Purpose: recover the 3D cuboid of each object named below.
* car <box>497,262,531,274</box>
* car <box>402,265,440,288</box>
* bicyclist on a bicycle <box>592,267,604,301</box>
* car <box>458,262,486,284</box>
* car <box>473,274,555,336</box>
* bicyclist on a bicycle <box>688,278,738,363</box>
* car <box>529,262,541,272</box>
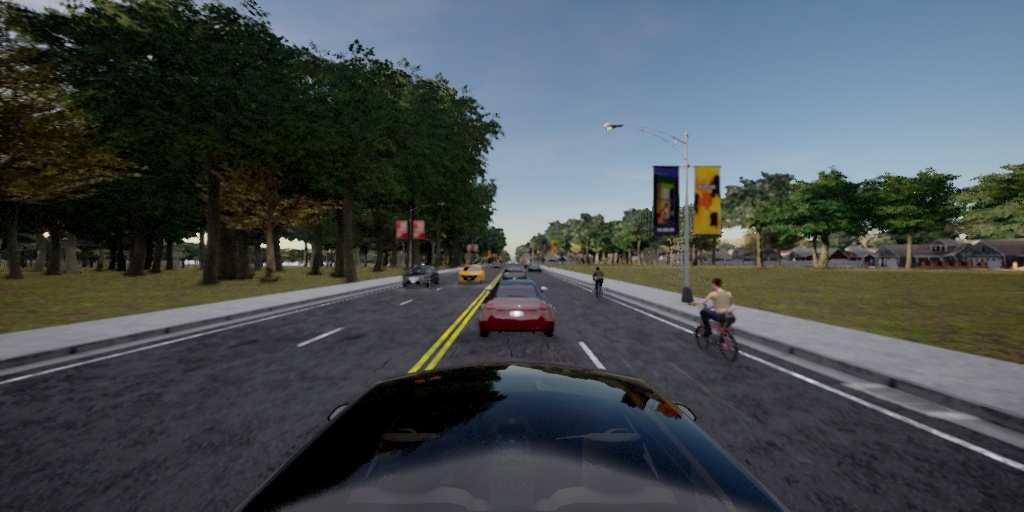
[{"bbox_3d":[0.175,1.481,28.682,2.128,1.511,4.902,0,-1,0],"label":"car"},{"bbox_3d":[-6.531,1.447,26.218,2.128,1.511,4.902,0,-1,0],"label":"car"},{"bbox_3d":[4.183,1.347,17.351,0.582,1.620,1.656,0,-1,0],"label":"bicyclist on a bicycle"},{"bbox_3d":[-3.270,1.472,29.890,1.882,1.535,5.008,0,-1,0],"label":"car"},{"bbox_3d":[0.120,1.393,10.739,1.994,1.385,4.181,0,-1,0],"label":"car"},{"bbox_3d":[4.176,1.243,7.389,0.866,1.612,1.509,0,0,0],"label":"bicyclist on a bicycle"},{"bbox_3d":[3.511,1.839,57.359,1.994,1.385,4.181,0,-1,0],"label":"car"}]
